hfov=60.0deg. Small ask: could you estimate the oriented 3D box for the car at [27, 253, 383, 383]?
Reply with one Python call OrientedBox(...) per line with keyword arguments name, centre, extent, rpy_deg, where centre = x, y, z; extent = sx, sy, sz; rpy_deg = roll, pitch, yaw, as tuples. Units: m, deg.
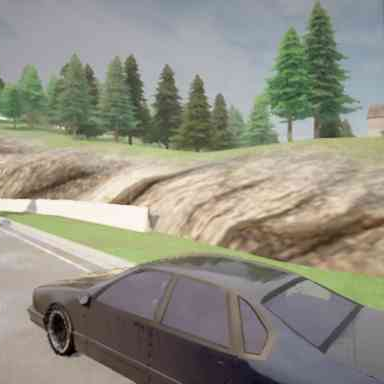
OrientedBox(name="car", centre=(0.060, 1.522, 4.110), extent=(5.357, 1.411, 2.033), rpy_deg=(1, 1, 39))
